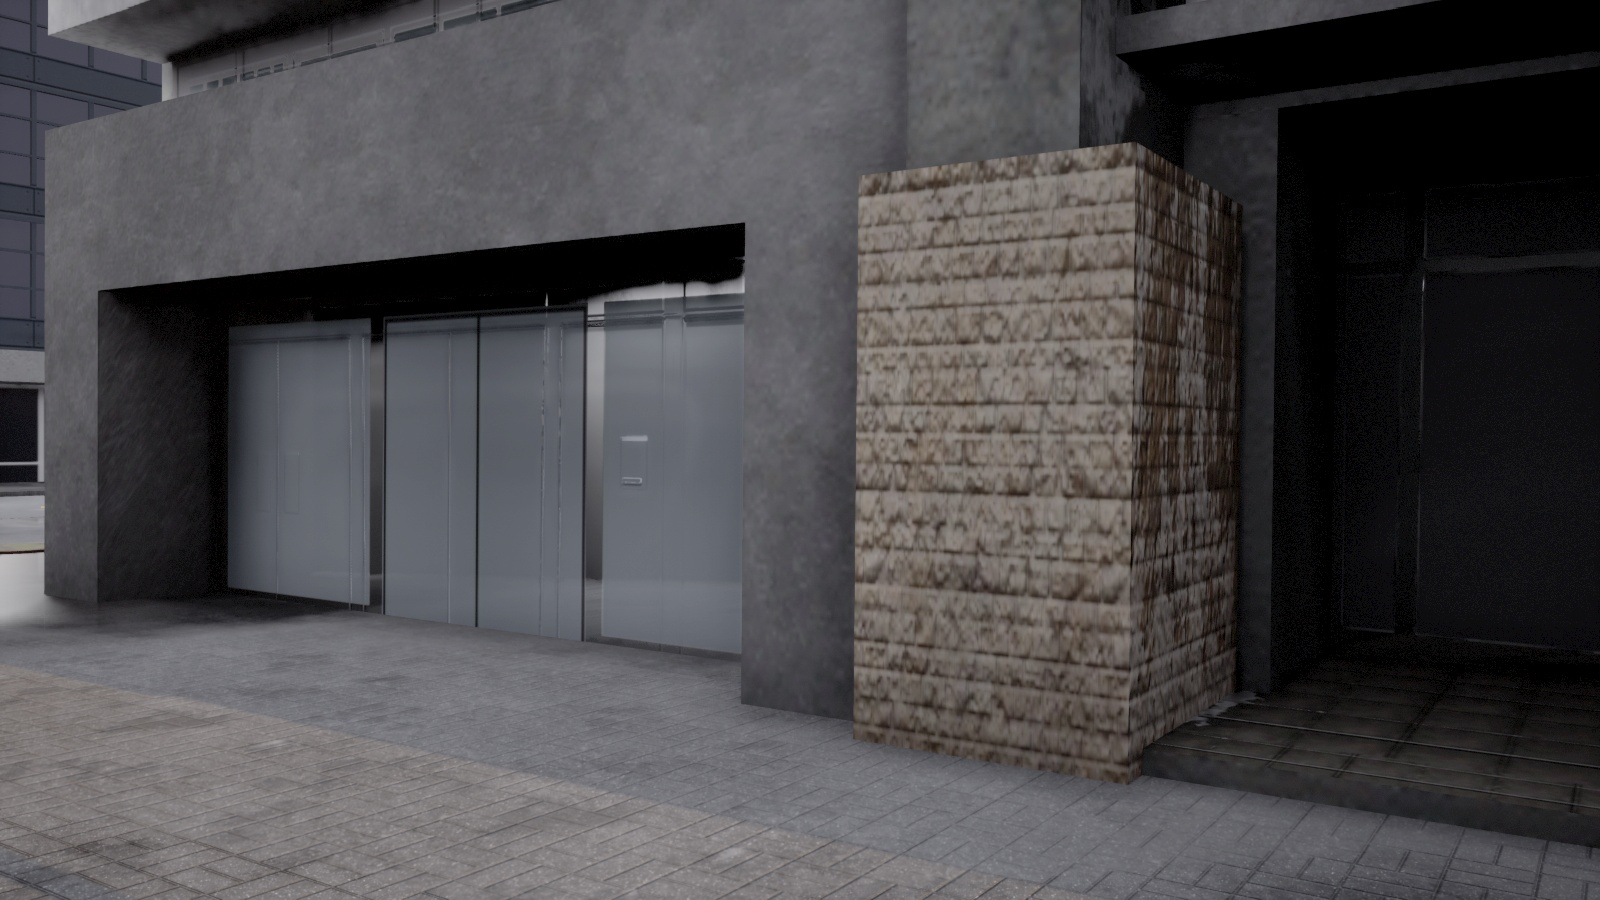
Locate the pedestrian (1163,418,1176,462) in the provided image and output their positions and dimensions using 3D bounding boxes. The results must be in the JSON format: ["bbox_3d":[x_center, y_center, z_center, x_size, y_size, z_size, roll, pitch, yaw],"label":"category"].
[{"bbox_3d":[15.395,-0.413,52.376,0.345,1.836,0.594,0,1,34],"label":"pedestrian"}]
